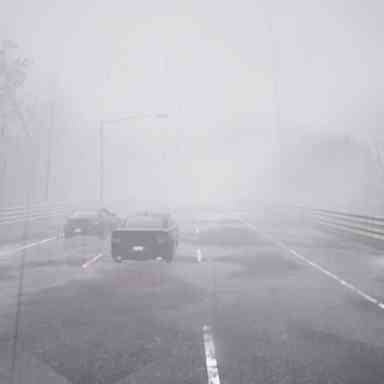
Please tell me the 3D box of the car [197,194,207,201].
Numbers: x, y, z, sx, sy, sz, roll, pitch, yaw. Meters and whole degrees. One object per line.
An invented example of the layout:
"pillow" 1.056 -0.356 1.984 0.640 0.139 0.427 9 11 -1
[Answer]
"car" 2.338 1.563 85.928 1.895 1.301 4.718 0 0 6

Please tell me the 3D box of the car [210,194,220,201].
"car" 5.894 1.324 86.343 2.097 1.767 4.553 0 0 6

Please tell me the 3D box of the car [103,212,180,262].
"car" -1.517 1.465 12.063 1.882 1.535 5.008 0 0 1

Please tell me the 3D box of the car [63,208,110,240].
"car" -4.938 1.509 16.841 1.812 1.442 4.674 0 0 1

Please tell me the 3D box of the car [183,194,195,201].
"car" -1.191 1.508 85.803 2.033 1.411 5.357 0 0 6
